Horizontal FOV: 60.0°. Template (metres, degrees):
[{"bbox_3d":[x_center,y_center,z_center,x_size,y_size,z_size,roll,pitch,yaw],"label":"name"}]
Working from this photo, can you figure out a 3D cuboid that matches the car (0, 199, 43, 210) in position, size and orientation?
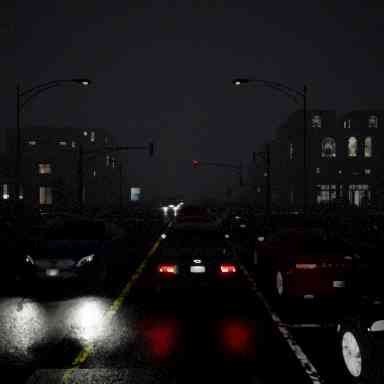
[{"bbox_3d":[-18.393,1.468,34.553,5.357,1.411,2.033,0,0,1],"label":"car"}]

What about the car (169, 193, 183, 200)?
[{"bbox_3d":[-3.105,1.500,61.466,2.128,1.511,4.902,0,0,0],"label":"car"}]

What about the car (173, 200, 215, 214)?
[{"bbox_3d":[0.087,1.480,19.441,1.882,1.535,5.008,0,0,0],"label":"car"}]

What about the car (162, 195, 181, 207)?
[{"bbox_3d":[-3.141,1.532,51.114,1.812,1.442,4.674,0,0,1],"label":"car"}]

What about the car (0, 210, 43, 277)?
[{"bbox_3d":[-5.691,1.441,8.305,1.967,1.590,4.097,0,0,0],"label":"car"}]

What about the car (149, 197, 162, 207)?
[{"bbox_3d":[-5.720,1.588,52.075,1.802,1.307,4.206,0,0,0],"label":"car"}]

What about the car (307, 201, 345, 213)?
[{"bbox_3d":[14.787,1.653,37.261,4.181,1.385,1.994,0,0,1],"label":"car"}]

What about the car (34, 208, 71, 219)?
[{"bbox_3d":[-5.696,1.552,13.997,2.008,1.369,4.403,0,0,0],"label":"car"}]

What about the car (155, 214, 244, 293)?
[{"bbox_3d":[0.098,1.548,8.976,2.033,1.411,5.357,0,0,0],"label":"car"}]

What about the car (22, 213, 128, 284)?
[{"bbox_3d":[-3.100,1.526,9.729,1.812,1.442,4.674,0,0,0],"label":"car"}]

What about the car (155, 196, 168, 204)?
[{"bbox_3d":[-5.727,1.559,63.118,2.008,1.369,4.403,0,0,0],"label":"car"}]

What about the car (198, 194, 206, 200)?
[{"bbox_3d":[2.637,1.458,90.720,1.967,1.590,4.097,0,0,0],"label":"car"}]

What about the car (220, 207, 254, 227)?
[{"bbox_3d":[2.681,1.553,19.677,2.008,1.369,4.403,0,0,0],"label":"car"}]

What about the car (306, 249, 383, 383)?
[{"bbox_3d":[2.692,1.551,2.601,2.008,1.369,4.403,0,0,0],"label":"car"}]

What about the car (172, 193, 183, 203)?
[{"bbox_3d":[-3.046,1.236,72.122,2.150,2.045,5.566,0,0,0],"label":"car"}]

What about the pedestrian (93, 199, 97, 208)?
[{"bbox_3d":[-12.579,1.415,43.203,0.375,1.300,0.375,0,-1,1],"label":"pedestrian"}]

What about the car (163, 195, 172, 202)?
[{"bbox_3d":[-5.737,1.539,79.515,1.752,1.417,4.829,0,0,0],"label":"car"}]

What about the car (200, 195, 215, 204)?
[{"bbox_3d":[2.661,1.572,52.067,1.947,1.339,4.313,0,0,0],"label":"car"}]

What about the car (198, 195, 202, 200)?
[{"bbox_3d":[2.654,1.590,63.109,1.802,1.307,4.206,0,0,0],"label":"car"}]

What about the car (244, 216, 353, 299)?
[{"bbox_3d":[2.688,1.546,8.293,1.887,1.381,4.507,0,0,0],"label":"car"}]

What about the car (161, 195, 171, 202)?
[{"bbox_3d":[-5.733,1.452,74.162,1.967,1.590,4.097,0,0,0],"label":"car"}]
